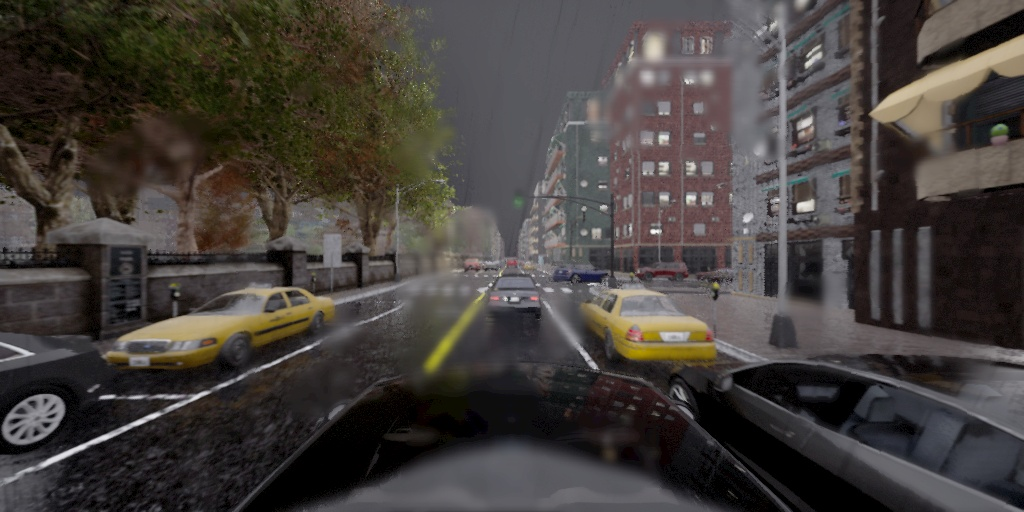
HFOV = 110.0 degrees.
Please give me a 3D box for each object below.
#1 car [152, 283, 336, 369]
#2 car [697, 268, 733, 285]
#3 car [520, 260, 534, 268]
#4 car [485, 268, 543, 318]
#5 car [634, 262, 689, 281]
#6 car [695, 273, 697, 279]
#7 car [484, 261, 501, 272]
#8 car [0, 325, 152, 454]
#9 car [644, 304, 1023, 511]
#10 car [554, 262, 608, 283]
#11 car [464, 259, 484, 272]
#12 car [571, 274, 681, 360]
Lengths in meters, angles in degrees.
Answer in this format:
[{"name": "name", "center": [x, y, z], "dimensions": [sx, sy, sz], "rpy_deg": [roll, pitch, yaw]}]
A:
[{"name": "car", "center": [-5.691, 1.308, 7.891], "dimensions": [1.751, 1.417, 4.829], "rpy_deg": [0, 0, 0]}, {"name": "car", "center": [20.240, 1.848, 32.471], "dimensions": [5.357, 1.411, 2.033], "rpy_deg": [1, 0, 0]}, {"name": "car", "center": [2.680, 1.581, 57.333], "dimensions": [1.751, 1.417, 4.829], "rpy_deg": [0, 0, 0]}, {"name": "car", "center": [0.097, 1.358, 13.273], "dimensions": [2.033, 1.411, 5.357], "rpy_deg": [0, 0, 0]}, {"name": "car", "center": [14.592, 1.517, 35.044], "dimensions": [5.009, 1.841, 2.192], "rpy_deg": [0, 0, 0]}, {"name": "car", "center": [20.287, 1.851, 35.062], "dimensions": [4.507, 1.381, 1.888], "rpy_deg": [0, 0, 0]}, {"name": "car", "center": [-3.083, 1.579, 53.048], "dimensions": [2.033, 1.411, 5.357], "rpy_deg": [0, 0, 0]}, {"name": "car", "center": [-5.689, 1.304, 2.430], "dimensions": [2.007, 1.370, 4.403], "rpy_deg": [0, 0, 0]}, {"name": "car", "center": [2.691, 1.320, 2.433], "dimensions": [1.948, 1.339, 4.313], "rpy_deg": [0, 0, 0]}, {"name": "car", "center": [5.639, 1.319, 28.332], "dimensions": [4.553, 1.767, 2.097], "rpy_deg": [3, 0, -31]}, {"name": "car", "center": [-5.699, 1.337, 51.626], "dimensions": [2.192, 1.841, 5.009], "rpy_deg": [0, 0, 0]}, {"name": "car", "center": [2.690, 1.309, 8.234], "dimensions": [1.751, 1.417, 4.829], "rpy_deg": [0, 0, 0]}]
